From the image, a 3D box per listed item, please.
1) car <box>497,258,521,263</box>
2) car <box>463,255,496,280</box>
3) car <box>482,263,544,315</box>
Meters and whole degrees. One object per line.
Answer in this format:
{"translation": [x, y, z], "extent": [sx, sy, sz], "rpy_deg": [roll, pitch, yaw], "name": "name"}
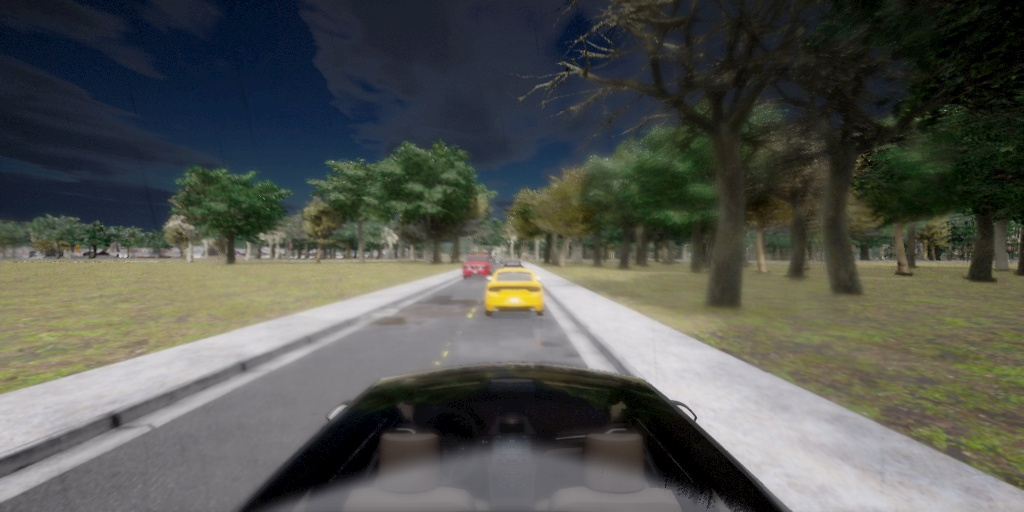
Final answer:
{"translation": [0.104, 1.173, 30.661], "extent": [2.128, 1.511, 4.902], "rpy_deg": [0, 0, 0], "name": "car"}
{"translation": [-2.842, 0.903, 30.714], "extent": [2.150, 2.045, 5.566], "rpy_deg": [0, 0, 0], "name": "car"}
{"translation": [0.098, 1.200, 13.370], "extent": [1.882, 1.535, 5.008], "rpy_deg": [0, 0, 0], "name": "car"}
